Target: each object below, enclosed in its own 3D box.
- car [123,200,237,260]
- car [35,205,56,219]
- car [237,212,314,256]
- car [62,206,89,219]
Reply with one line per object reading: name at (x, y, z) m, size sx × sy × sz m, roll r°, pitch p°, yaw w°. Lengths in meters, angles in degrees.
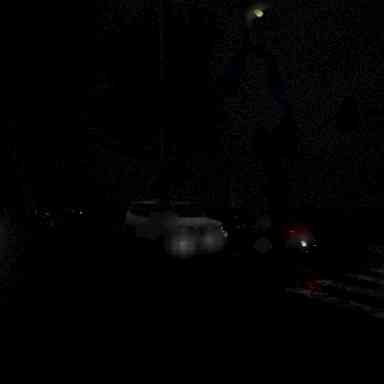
car at (-0.939, 1.355, 13.631) m, size 2.150 × 2.045 × 5.566 m, roll 0°, pitch -1°, yaw -34°
car at (-16.127, 2.130, 36.104) m, size 2.128 × 1.511 × 4.902 m, roll 0°, pitch -1°, yaw -34°
car at (2.583, 1.606, 13.690) m, size 1.837 × 1.490 × 4.892 m, roll 0°, pitch -1°, yaw -34°
car at (-12.659, 2.162, 36.181) m, size 1.994 × 1.385 × 4.181 m, roll 0°, pitch -1°, yaw -34°
